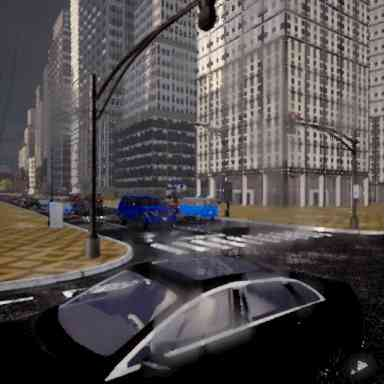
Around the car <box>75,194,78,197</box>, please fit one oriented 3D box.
[{"bbox_3d":[-18.157,1.457,55.149,1.887,1.381,4.507,0,0,-34],"label":"car"}]

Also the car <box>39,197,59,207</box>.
[{"bbox_3d":[-21.425,1.512,49.785,1.895,1.301,4.718,0,0,-34],"label":"car"}]

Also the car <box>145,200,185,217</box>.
[{"bbox_3d":[-2.722,1.564,32.156,1.887,1.381,4.507,0,0,-34],"label":"car"}]

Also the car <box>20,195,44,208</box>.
[{"bbox_3d":[-22.035,1.483,45.882,1.947,1.339,4.313,0,0,-34],"label":"car"}]

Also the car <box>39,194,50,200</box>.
[{"bbox_3d":[-36.752,1.306,82.901,1.752,1.417,4.829,0,0,-34],"label":"car"}]

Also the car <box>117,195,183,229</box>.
[{"bbox_3d":[-3.174,1.258,22.378,2.150,2.045,5.566,0,0,-34],"label":"car"}]

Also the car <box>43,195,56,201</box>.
[{"bbox_3d":[-33.574,1.354,78.158,2.008,1.369,4.403,0,0,-34],"label":"car"}]

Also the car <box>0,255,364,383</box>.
[{"bbox_3d":[-0.163,1.510,3.426,4.902,1.511,2.128,1,0,-35],"label":"car"}]

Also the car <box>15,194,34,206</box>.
[{"bbox_3d":[-25.118,1.446,50.483,2.008,1.369,4.403,0,0,-34],"label":"car"}]

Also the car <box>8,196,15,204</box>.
[{"bbox_3d":[-31.286,1.434,59.687,1.802,1.307,4.206,0,0,-34],"label":"car"}]

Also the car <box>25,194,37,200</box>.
[{"bbox_3d":[-40.434,1.283,83.557,2.128,1.511,4.902,0,0,-34],"label":"car"}]

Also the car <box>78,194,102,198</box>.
[{"bbox_3d":[-15.072,1.249,50.547,2.192,1.841,5.009,0,0,-34],"label":"car"}]

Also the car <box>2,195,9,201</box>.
[{"bbox_3d":[-43.620,1.346,78.094,1.802,1.307,4.206,0,0,-34],"label":"car"}]

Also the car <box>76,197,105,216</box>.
[{"bbox_3d":[-10.412,1.535,33.182,2.033,1.411,5.357,0,0,-34],"label":"car"}]

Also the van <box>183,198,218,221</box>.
[{"bbox_3d":[0.437,1.381,27.606,1.690,1.788,3.998,0,0,-34],"label":"van"}]

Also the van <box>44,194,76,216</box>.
[{"bbox_3d":[-12.783,1.322,32.077,1.690,1.788,3.998,0,0,-34],"label":"van"}]
